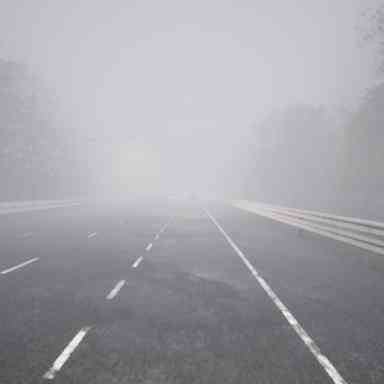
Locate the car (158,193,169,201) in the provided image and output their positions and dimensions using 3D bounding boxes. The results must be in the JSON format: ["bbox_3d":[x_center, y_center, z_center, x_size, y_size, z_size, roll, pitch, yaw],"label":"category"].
[{"bbox_3d":[-6.975,1.163,81.235,2.150,2.045,5.566,0,0,0],"label":"car"}]

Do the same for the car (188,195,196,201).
[{"bbox_3d":[0.025,1.438,81.203,1.837,1.490,4.892,0,0,0],"label":"car"}]

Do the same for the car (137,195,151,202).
[{"bbox_3d":[-10.478,1.340,70.778,1.837,1.490,4.892,0,0,0],"label":"car"}]

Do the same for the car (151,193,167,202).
[{"bbox_3d":[-6.978,1.364,71.193,1.812,1.442,4.674,0,0,0],"label":"car"}]

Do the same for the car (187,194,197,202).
[{"bbox_3d":[0.021,1.195,71.161,2.097,1.767,4.553,0,0,0],"label":"car"}]

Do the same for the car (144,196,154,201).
[{"bbox_3d":[-10.475,1.534,81.235,1.895,1.301,4.718,0,0,0],"label":"car"}]

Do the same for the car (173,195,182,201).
[{"bbox_3d":[-3.475,1.463,81.203,2.128,1.511,4.902,0,0,0],"label":"car"}]

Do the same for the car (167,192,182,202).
[{"bbox_3d":[-3.478,1.065,70.805,2.150,2.045,5.566,0,0,0],"label":"car"}]
